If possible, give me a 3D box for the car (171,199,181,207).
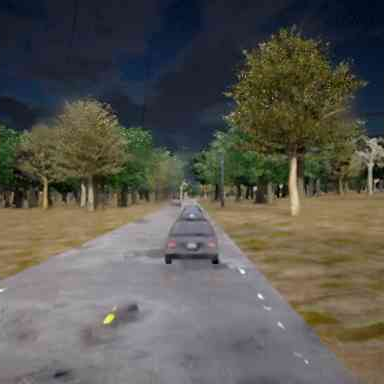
[{"bbox_3d":[-3.061,2.170,64.526,1.882,1.535,5.008,0,-1,1],"label":"car"}]

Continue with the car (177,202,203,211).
[{"bbox_3d":[0.006,1.855,28.421,1.994,1.385,4.181,0,-1,0],"label":"car"}]

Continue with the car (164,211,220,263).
[{"bbox_3d":[0.002,1.673,12.465,2.033,1.411,5.357,0,-1,0],"label":"car"}]
